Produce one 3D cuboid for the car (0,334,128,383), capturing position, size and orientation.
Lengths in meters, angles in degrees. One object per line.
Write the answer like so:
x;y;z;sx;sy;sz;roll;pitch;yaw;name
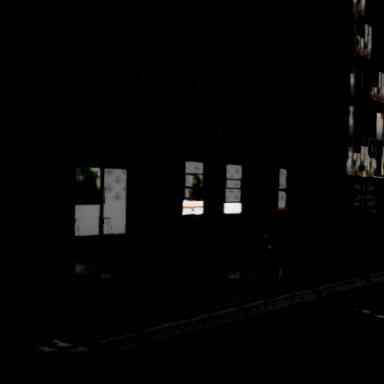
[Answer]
-2.244;1.497;1.427;4.206;1.307;1.802;1;1;-34;car
